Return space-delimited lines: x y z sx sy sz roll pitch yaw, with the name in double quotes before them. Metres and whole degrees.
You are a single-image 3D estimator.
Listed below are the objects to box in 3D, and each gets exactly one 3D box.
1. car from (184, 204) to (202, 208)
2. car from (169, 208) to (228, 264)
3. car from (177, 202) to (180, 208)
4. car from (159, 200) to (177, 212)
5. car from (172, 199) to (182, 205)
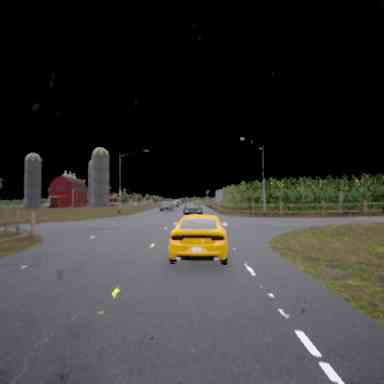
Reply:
"car" 0.075 1.911 34.049 1.895 1.301 4.718 0 -1 0
"car" 0.315 1.579 12.375 1.882 1.535 5.008 0 0 4
"car" -3.536 2.346 64.065 1.812 1.442 4.674 0 -1 1
"car" -3.601 2.026 47.802 1.837 1.490 4.892 0 0 0
"car" -3.520 2.397 79.407 2.128 1.511 4.902 0 -1 0
